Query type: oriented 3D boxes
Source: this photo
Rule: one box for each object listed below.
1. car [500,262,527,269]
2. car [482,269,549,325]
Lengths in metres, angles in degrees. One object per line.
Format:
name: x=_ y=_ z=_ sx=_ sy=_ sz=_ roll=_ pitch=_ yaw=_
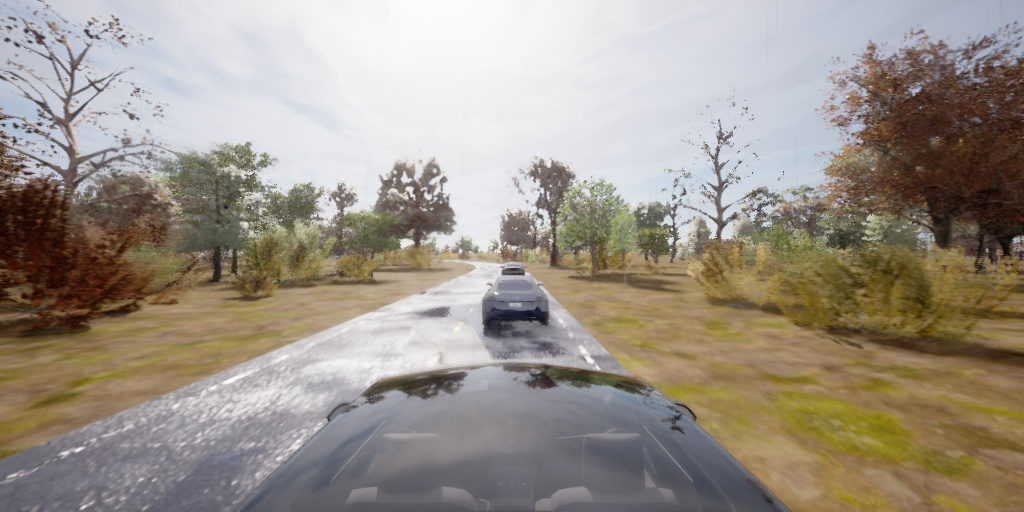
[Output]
car: x=0.107 y=1.245 z=29.352 sx=1.837 sy=1.490 sz=4.892 roll=0 pitch=0 yaw=0
car: x=0.102 y=1.313 z=11.853 sx=1.994 sy=1.385 sz=4.181 roll=0 pitch=0 yaw=0
